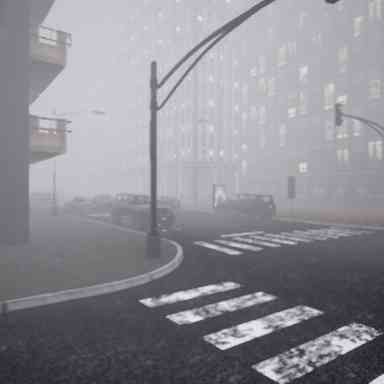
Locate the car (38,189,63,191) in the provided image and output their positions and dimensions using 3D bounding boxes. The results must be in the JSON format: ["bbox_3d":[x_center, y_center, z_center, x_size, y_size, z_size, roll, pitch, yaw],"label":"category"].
[{"bbox_3d":[-20.700,0.546,48.061,2.128,1.511,4.902,0,1,-36],"label":"car"}]

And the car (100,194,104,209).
[{"bbox_3d":[-7.588,0.969,29.859,2.128,1.511,4.902,0,1,-36],"label":"car"}]

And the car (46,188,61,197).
[{"bbox_3d":[-28.782,0.091,68.909,1.967,1.590,4.097,1,0,-36],"label":"car"}]

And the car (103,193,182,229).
[{"bbox_3d":[-2.919,1.003,19.055,2.192,1.841,5.009,1,0,-36],"label":"car"}]

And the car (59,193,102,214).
[{"bbox_3d":[-9.446,1.063,28.030,1.802,1.307,4.206,1,0,-36],"label":"car"}]

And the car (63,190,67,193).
[{"bbox_3d":[-25.525,0.301,64.422,1.887,1.381,4.507,1,0,-36],"label":"car"}]

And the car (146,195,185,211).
[{"bbox_3d":[-2.703,1.060,33.006,1.947,1.339,4.313,1,0,-36],"label":"car"}]

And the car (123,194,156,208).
[{"bbox_3d":[-5.964,0.955,37.494,1.947,1.339,4.313,1,0,-36],"label":"car"}]

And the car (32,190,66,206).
[{"bbox_3d":[-15.965,0.823,37.003,2.008,1.369,4.403,2,0,-36],"label":"car"}]

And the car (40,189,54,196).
[{"bbox_3d":[-32.045,0.089,73.397,1.887,1.381,4.507,1,0,-36],"label":"car"}]

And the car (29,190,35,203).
[{"bbox_3d":[-19.225,0.749,41.490,1.802,1.307,4.206,2,0,-36],"label":"car"}]

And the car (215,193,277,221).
[{"bbox_3d":[3.824,1.016,24.029,2.192,1.841,5.009,1,0,-36],"label":"car"}]
